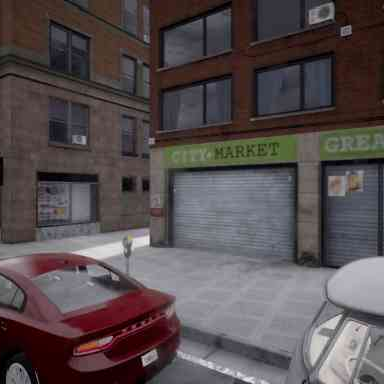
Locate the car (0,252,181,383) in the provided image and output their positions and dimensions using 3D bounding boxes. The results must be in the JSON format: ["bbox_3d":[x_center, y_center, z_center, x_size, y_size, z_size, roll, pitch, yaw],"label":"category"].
[{"bbox_3d":[-2.243,1.544,4.675,4.507,1.381,1.887,0,0,35],"label":"car"}]

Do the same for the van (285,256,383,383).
[{"bbox_3d":[2.366,1.341,1.389,3.998,1.788,1.690,0,0,35],"label":"van"}]
